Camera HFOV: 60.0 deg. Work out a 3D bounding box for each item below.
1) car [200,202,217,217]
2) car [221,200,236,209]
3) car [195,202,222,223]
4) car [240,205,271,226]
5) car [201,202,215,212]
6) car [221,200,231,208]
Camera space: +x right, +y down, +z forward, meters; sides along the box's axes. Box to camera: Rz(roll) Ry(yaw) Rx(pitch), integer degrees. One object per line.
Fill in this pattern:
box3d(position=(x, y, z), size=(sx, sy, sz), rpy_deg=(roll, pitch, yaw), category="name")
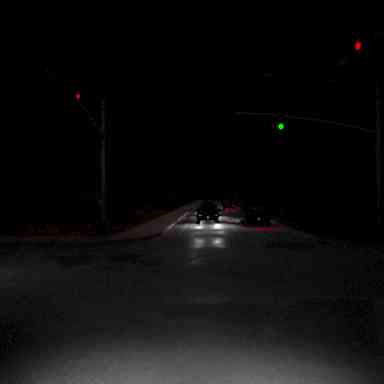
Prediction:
box3d(position=(1.850, 1.957, 38.431), size=(1.837, 1.490, 4.892), rpy_deg=(0, -1, 3), category="car")
box3d(position=(6.358, 2.287, 56.992), size=(1.895, 1.301, 4.718), rpy_deg=(0, -1, 3), category="car")
box3d(position=(1.387, 1.837, 28.979), size=(1.837, 1.490, 4.892), rpy_deg=(0, -1, 3), category="car")
box3d(position=(4.845, 1.773, 25.974), size=(1.882, 1.535, 5.008), rpy_deg=(0, -1, 3), category="car")
box3d(position=(2.343, 2.141, 48.337), size=(1.994, 1.385, 4.181), rpy_deg=(0, -1, 3), category="car")
box3d(position=(6.844, 2.317, 66.954), size=(1.837, 1.490, 4.892), rpy_deg=(0, -1, 3), category="car")
